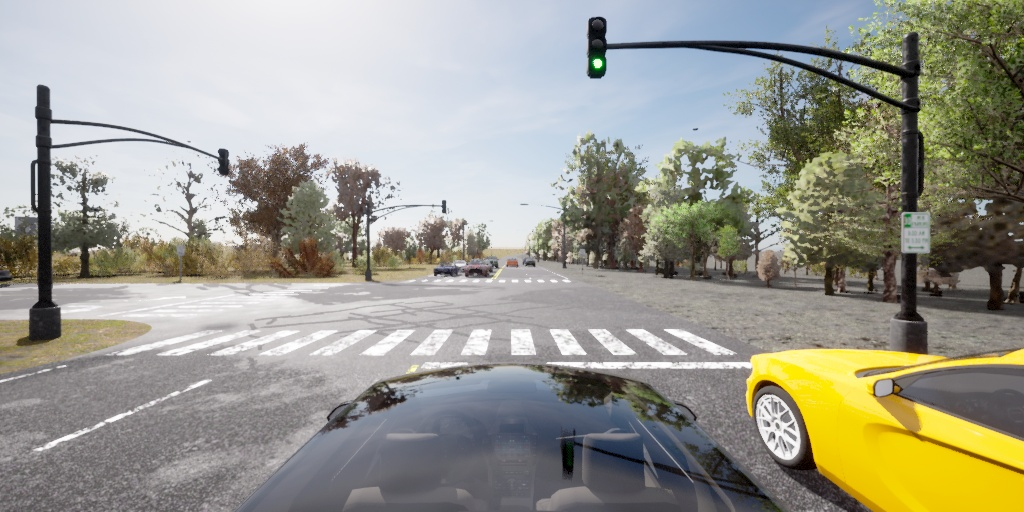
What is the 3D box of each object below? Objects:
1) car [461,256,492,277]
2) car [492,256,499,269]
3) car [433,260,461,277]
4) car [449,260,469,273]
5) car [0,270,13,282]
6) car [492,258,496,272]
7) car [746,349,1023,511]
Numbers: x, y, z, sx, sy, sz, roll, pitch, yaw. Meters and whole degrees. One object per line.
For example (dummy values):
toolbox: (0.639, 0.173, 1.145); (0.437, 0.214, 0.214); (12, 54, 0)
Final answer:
car: (-3.342, 1.099, 35.052); (2.097, 1.767, 4.553); (0, 0, 0)
car: (-3.331, 0.967, 57.863); (2.150, 2.045, 5.566); (0, 0, 0)
car: (-6.593, 1.348, 36.226); (1.895, 1.301, 4.718); (0, 0, 0)
car: (-6.590, 1.273, 45.162); (1.812, 1.442, 4.674); (0, 0, 0)
car: (-35.205, 1.228, 22.548); (5.357, 1.411, 2.033); (0, 0, -2)
car: (-3.341, 1.273, 44.040); (1.812, 1.442, 4.674); (0, 0, 0)
car: (3.363, 1.195, 1.701); (1.882, 1.535, 5.008); (0, 1, 0)
